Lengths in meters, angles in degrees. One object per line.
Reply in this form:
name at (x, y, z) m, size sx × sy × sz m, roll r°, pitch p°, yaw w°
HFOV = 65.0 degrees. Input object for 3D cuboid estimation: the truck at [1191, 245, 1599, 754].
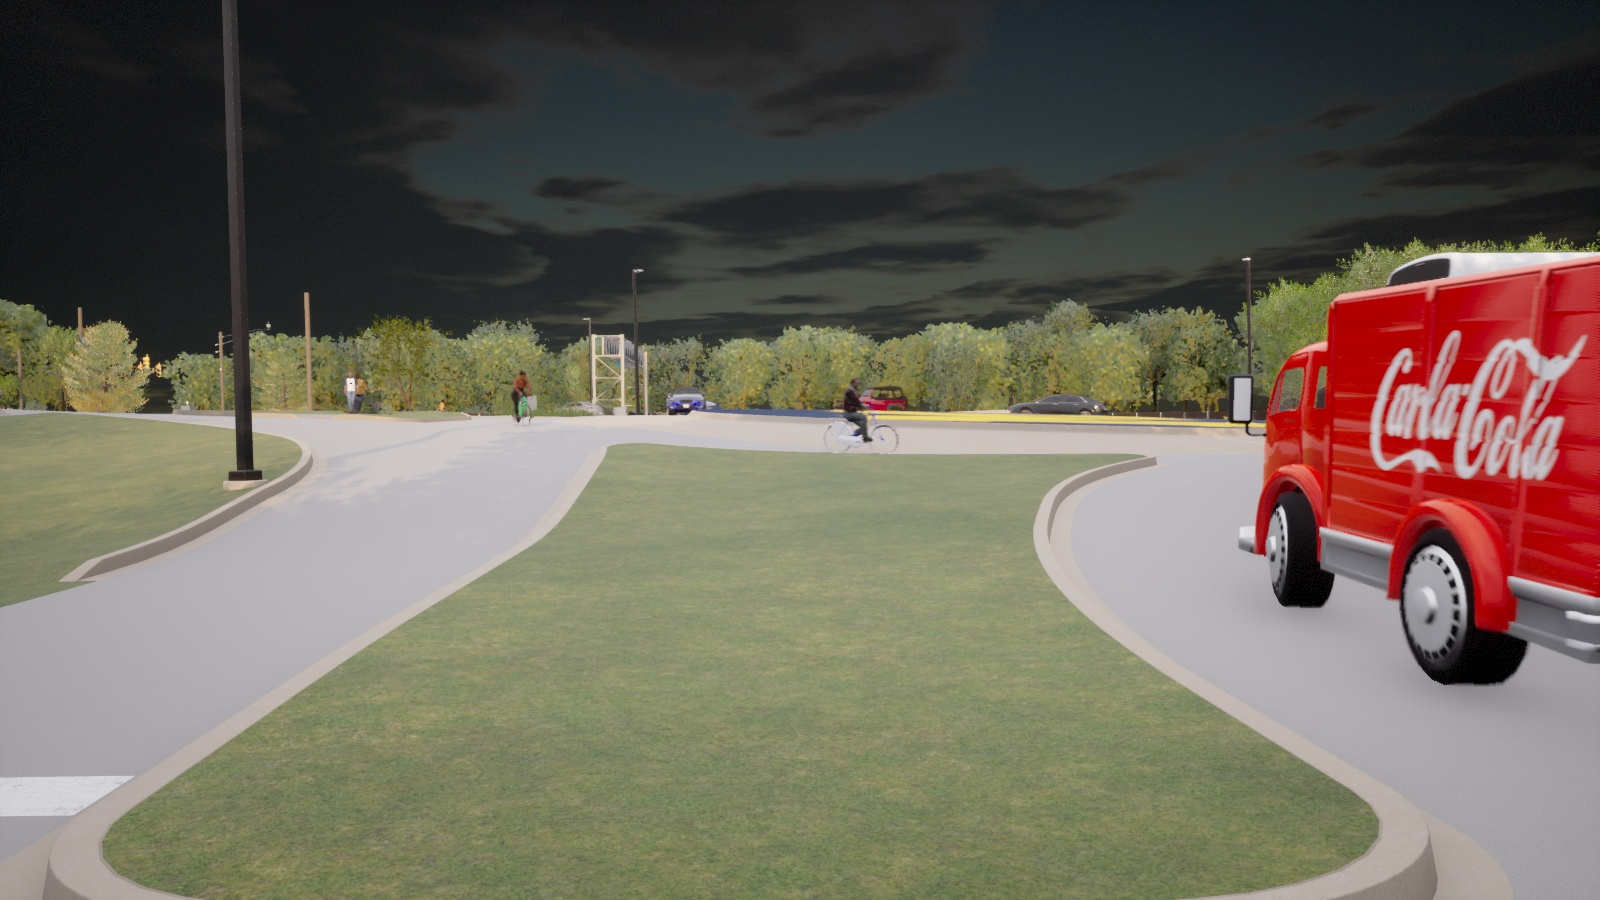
truck at (4.903, 0.150, 8.700) m, size 2.627 × 2.467 × 5.204 m, roll 1°, pitch 3°, yaw -1°

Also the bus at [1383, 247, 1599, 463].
bus at (18.502, -1.892, 26.791) m, size 10.273 × 4.253 × 3.944 m, roll 0°, pitch 1°, yaw -1°

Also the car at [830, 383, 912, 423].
car at (3.747, -2.470, 66.654) m, size 3.866 × 1.878 × 1.905 m, roll 2°, pitch 0°, yaw -15°

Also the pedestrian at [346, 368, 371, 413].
pedestrian at (-18.872, -2.538, 53.646) m, size 0.874 × 1.855 × 0.900 m, roll -2°, pitch 1°, yaw -24°

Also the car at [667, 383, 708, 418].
car at (-5.381, -2.351, 60.228) m, size 1.816 × 1.474 × 4.193 m, roll -1°, pitch -1°, yaw -3°

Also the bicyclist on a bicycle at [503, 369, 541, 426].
bicyclist on a bicycle at (-8.058, -1.525, 36.406) m, size 0.582 × 1.620 × 1.656 m, roll -1°, pitch 3°, yaw -30°

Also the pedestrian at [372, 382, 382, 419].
pedestrian at (-21.311, -2.504, 63.249) m, size 0.353 × 1.847 × 0.614 m, roll -1°, pitch 1°, yaw -10°

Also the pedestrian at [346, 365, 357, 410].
pedestrian at (-18.670, -2.606, 52.293) m, size 0.354 × 1.836 × 0.706 m, roll -1°, pitch 1°, yaw -16°

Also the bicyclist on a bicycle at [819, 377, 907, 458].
bicyclist on a bicycle at (1.426, -0.740, 28.472) m, size 1.843 × 1.776 × 0.659 m, roll 2°, pitch 2°, yaw 25°

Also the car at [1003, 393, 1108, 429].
car at (12.739, -1.933, 62.530) m, size 4.892 × 1.490 × 1.837 m, roll 3°, pitch -1°, yaw 16°
